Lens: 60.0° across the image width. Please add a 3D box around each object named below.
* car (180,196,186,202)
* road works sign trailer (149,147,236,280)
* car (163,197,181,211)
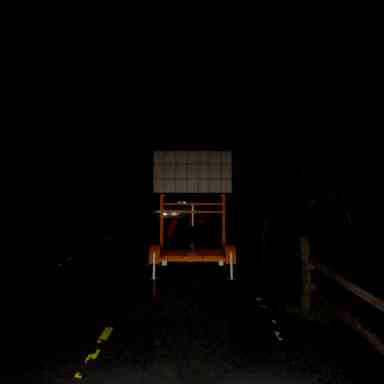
[{"bbox_3d":[-2.558,1.822,84.907,2.033,1.411,5.357,0,0,0],"label":"car"},{"bbox_3d":[0.022,0.463,9.917,2.380,3.560,2.880,0,0,0],"label":"road works sign trailer"},{"bbox_3d":[-2.756,1.598,41.762,1.994,1.385,4.181,0,0,0],"label":"car"}]
